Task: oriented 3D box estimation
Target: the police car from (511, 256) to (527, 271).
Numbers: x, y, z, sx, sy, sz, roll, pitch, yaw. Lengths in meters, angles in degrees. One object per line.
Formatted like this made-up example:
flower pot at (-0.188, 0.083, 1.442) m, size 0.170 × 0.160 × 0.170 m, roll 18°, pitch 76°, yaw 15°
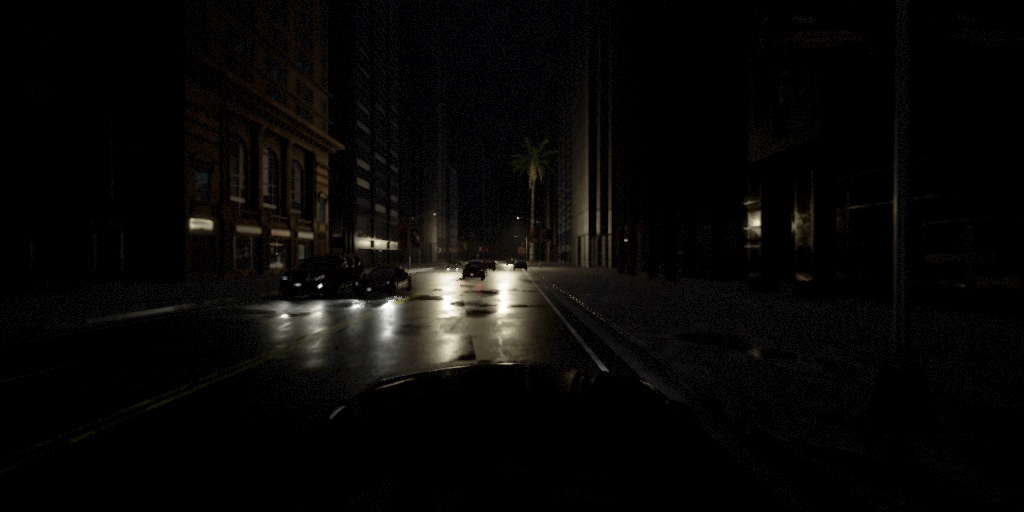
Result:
police car at (1.141, 1.166, 50.145) m, size 1.930 × 1.638 × 5.238 m, roll 0°, pitch 0°, yaw 0°

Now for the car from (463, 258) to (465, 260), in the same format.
car at (-6.525, 1.239, 61.017) m, size 2.128 × 1.511 × 4.902 m, roll 0°, pitch 0°, yaw 1°

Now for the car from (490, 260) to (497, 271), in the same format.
car at (-3.146, 1.218, 48.960) m, size 1.882 × 1.535 × 5.008 m, roll 0°, pitch 0°, yaw 0°

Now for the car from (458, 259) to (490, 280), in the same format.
car at (-3.147, 1.266, 30.532) m, size 1.812 × 1.442 × 4.674 m, roll 0°, pitch 0°, yaw 0°

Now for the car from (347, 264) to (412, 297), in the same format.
car at (-6.598, 1.270, 18.885) m, size 1.812 × 1.442 × 4.674 m, roll 0°, pitch 0°, yaw 0°

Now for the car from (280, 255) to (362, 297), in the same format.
car at (-9.849, 0.965, 19.247) m, size 2.150 × 2.045 × 5.566 m, roll 0°, pitch 0°, yaw 0°

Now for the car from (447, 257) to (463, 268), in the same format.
car at (-9.774, 1.255, 60.943) m, size 1.837 × 1.490 × 4.892 m, roll 0°, pitch 0°, yaw 1°
